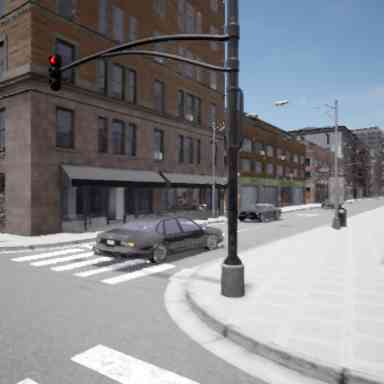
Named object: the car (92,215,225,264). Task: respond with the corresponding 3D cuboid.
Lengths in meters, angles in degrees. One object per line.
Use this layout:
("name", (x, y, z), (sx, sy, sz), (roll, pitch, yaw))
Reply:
("car", (-0.916, 1.542, 11.911), (2.033, 1.411, 5.357), (0, 0, 37))

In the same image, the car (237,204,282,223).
("car", (5.213, 1.589, 25.507), (1.895, 1.301, 4.718), (0, 0, 35))

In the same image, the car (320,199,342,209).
("car", (18.764, 1.588, 44.831), (1.895, 1.301, 4.718), (0, 0, 35))
